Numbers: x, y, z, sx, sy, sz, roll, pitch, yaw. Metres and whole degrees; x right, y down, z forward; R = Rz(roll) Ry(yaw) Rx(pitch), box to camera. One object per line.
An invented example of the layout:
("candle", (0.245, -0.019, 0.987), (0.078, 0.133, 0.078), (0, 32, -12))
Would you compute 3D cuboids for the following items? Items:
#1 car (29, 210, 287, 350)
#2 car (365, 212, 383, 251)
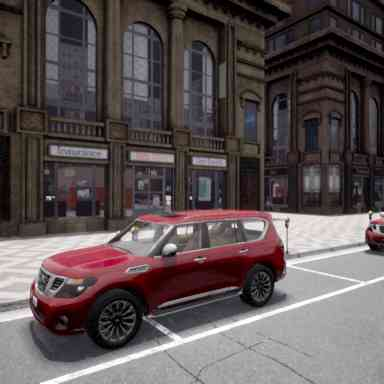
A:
("car", (-0.302, 1.315, 6.436), (5.009, 1.841, 2.192), (0, 0, -36))
("car", (8.807, 1.317, 12.959), (5.009, 1.841, 2.192), (0, 0, -36))
